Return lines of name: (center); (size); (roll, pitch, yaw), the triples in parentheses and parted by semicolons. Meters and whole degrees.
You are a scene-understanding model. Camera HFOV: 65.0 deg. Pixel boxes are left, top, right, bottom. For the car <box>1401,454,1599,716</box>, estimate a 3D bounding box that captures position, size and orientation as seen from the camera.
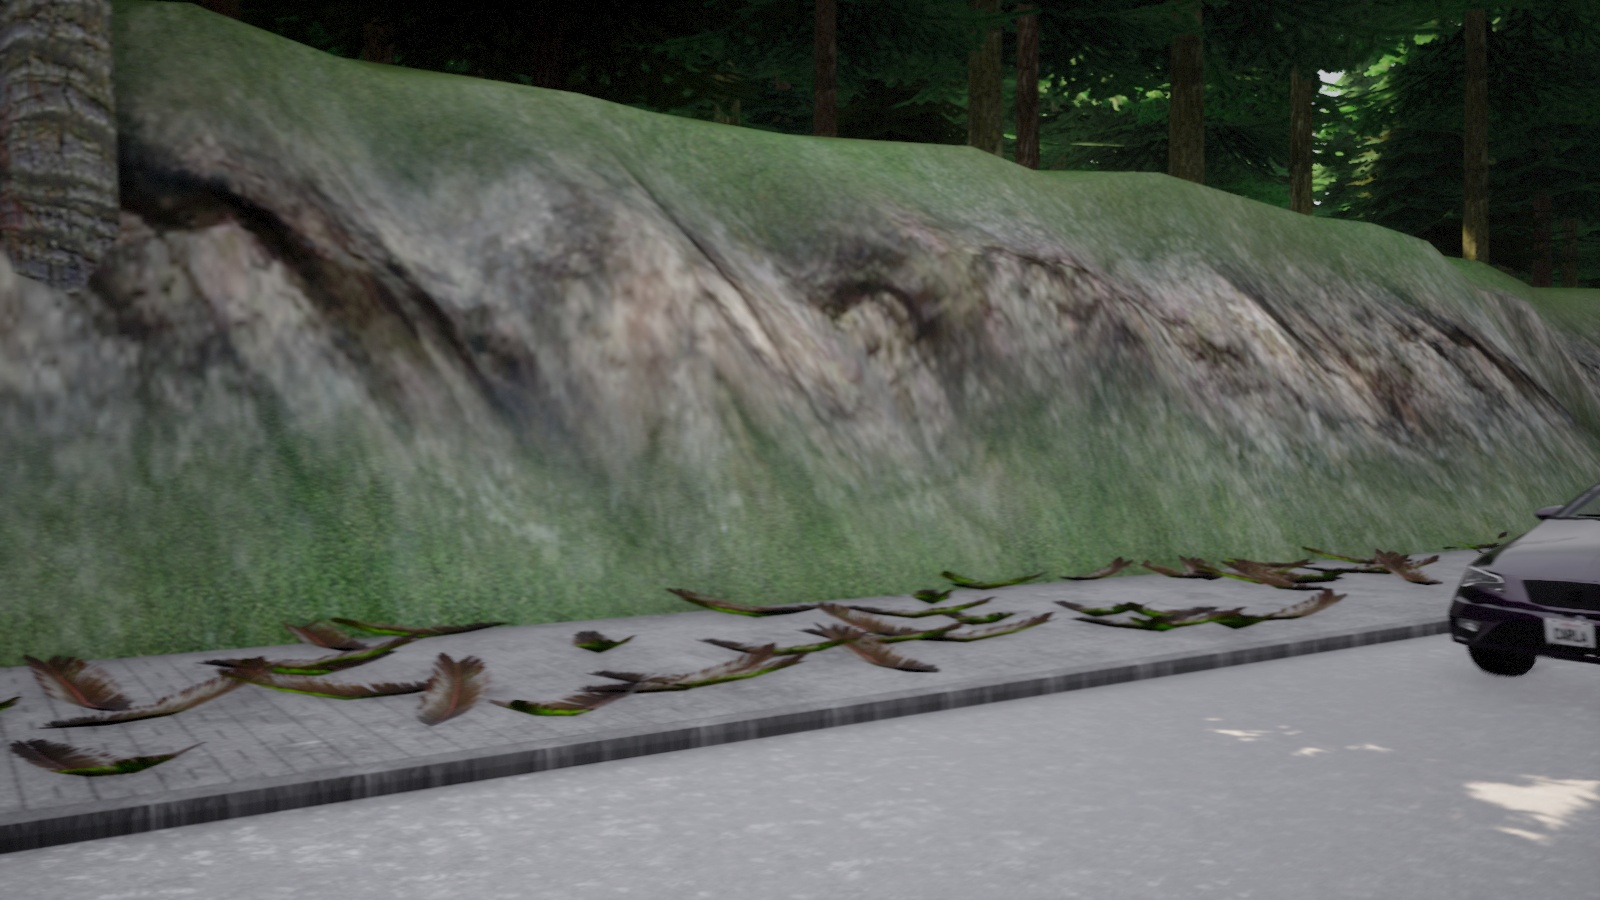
car: (6.105, 0.766, 8.521); (4.193, 1.474, 1.816); (0, 0, -35)
